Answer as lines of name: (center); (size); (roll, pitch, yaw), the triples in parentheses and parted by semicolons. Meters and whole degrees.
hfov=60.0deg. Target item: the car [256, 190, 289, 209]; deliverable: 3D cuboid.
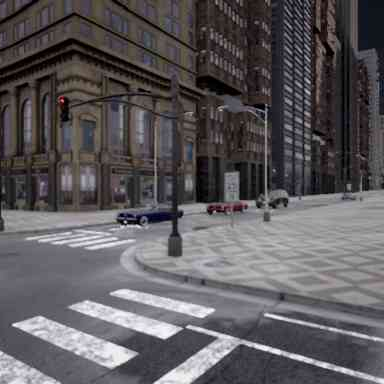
car: (9.297, 0.777, 38.133); (2.150, 2.045, 5.566); (0, 1, 36)

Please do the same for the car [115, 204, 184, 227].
car: (-2.639, 1.432, 21.390); (1.895, 1.301, 4.718); (0, 1, 36)

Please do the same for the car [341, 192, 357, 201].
car: (27.350, 0.744, 57.957); (2.033, 1.411, 5.357); (0, 1, 33)

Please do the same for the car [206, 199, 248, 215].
car: (3.161, 1.298, 29.524); (1.895, 1.301, 4.718); (0, 1, 35)
